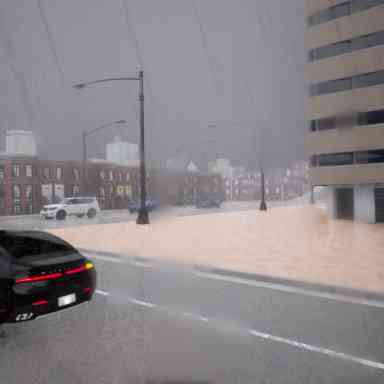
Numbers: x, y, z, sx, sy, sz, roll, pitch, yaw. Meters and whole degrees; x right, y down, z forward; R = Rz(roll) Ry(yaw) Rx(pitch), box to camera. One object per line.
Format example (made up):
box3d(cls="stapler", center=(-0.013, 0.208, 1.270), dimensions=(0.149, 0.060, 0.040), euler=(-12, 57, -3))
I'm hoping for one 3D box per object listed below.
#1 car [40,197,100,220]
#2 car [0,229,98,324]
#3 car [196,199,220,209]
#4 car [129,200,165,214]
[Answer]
box3d(cls="car", center=(-11.510, 1.528, 31.866), dimensions=(2.150, 2.045, 5.566), euler=(-1, -1, 37))
box3d(cls="car", center=(-4.013, 1.532, 6.837), dimensions=(4.892, 1.490, 1.837), euler=(-1, 0, 35))
box3d(cls="car", center=(2.516, 1.820, 50.585), dimensions=(1.812, 1.442, 4.674), euler=(-1, -1, 37))
box3d(cls="car", center=(-5.407, 1.779, 40.021), dimensions=(1.882, 1.535, 5.008), euler=(-1, -1, 37))
